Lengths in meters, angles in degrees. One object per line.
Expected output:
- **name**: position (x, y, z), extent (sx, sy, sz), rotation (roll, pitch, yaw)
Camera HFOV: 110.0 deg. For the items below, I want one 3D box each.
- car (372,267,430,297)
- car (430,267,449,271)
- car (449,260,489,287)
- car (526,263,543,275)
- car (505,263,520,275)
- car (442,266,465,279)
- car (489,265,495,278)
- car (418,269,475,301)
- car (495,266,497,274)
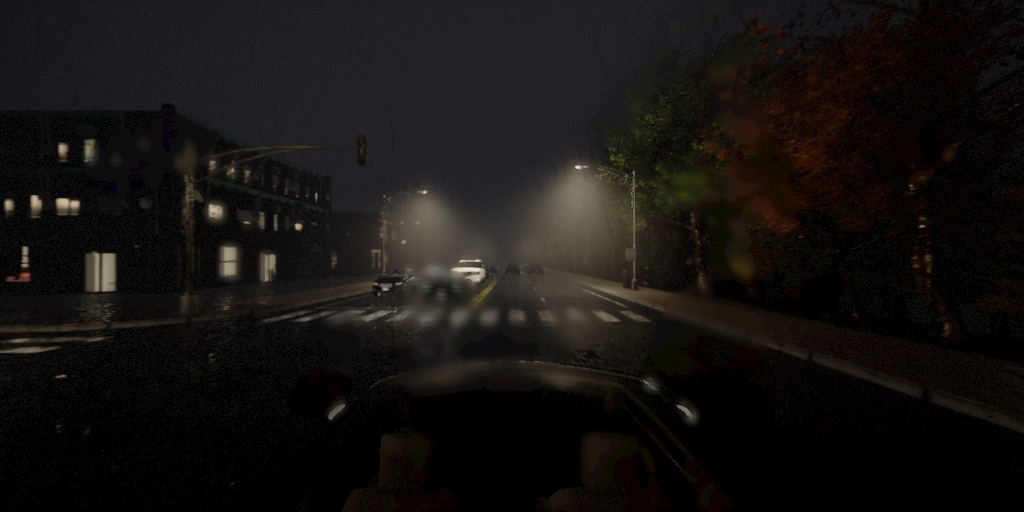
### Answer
- **car**: position (-6.600, 1.491, 21.155), extent (2.128, 1.511, 4.902), rotation (0, -1, 0)
- **car**: position (-6.599, 1.671, 30.926), extent (2.033, 1.411, 5.357), rotation (0, -1, 0)
- **car**: position (-3.347, 1.320, 28.993), extent (2.150, 2.045, 5.566), rotation (0, -1, 0)
- **car**: position (3.354, 1.854, 50.755), extent (1.882, 1.535, 5.008), rotation (0, -1, 0)
- **car**: position (0.103, 1.861, 51.343), extent (1.882, 1.535, 5.008), rotation (0, -1, 0)
- **car**: position (-6.588, 1.852, 40.926), extent (1.895, 1.301, 4.718), rotation (0, -1, 0)
- **car**: position (-3.338, 1.727, 39.705), extent (2.128, 1.511, 4.902), rotation (0, -1, 0)
- **car**: position (-3.350, 1.575, 19.227), extent (1.895, 1.301, 4.718), rotation (0, -1, 0)
- **car**: position (-3.247, 2.087, 55.088), extent (1.895, 1.301, 4.718), rotation (0, -1, 0)
